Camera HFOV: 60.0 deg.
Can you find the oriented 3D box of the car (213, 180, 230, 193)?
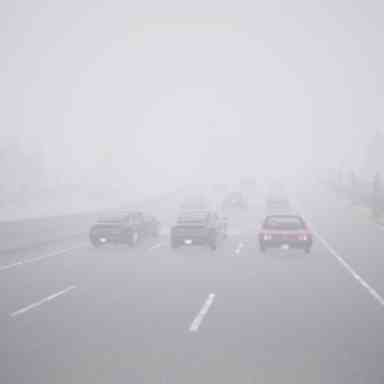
[{"bbox_3d":[4.031,-0.829,44.531,1.837,1.490,4.892,-1,7,14],"label":"car"}]

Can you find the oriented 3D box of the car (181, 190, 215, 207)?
[{"bbox_3d":[0.500,0.905,30.001,1.895,1.301,4.718,-1,5,14],"label":"car"}]

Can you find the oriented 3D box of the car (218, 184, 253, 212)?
[{"bbox_3d":[3.884,0.607,29.121,2.097,1.767,4.553,-1,4,14],"label":"car"}]

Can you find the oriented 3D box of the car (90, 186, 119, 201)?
[{"bbox_3d":[-11.013,0.076,41.953,1.882,1.535,5.008,-1,6,14],"label":"car"}]

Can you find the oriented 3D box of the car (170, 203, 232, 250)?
[{"bbox_3d":[0.427,1.542,14.835,1.837,1.490,4.892,-1,1,14],"label":"car"}]

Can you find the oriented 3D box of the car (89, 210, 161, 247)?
[{"bbox_3d":[-2.976,1.592,15.656,1.837,1.490,4.892,-1,2,14],"label":"car"}]

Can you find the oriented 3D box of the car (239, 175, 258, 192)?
[{"bbox_3d":[7.427,-1.173,43.702,2.150,2.045,5.566,-1,7,14],"label":"car"}]

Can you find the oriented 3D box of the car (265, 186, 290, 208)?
[{"bbox_3d":[7.376,0.654,28.648,1.882,1.535,5.008,-1,5,14],"label":"car"}]

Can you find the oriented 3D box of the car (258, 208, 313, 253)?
[{"bbox_3d":[3.787,1.590,13.845,1.895,1.301,4.718,-1,1,14],"label":"car"}]

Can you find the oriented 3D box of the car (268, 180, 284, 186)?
[{"bbox_3d":[10.831,-0.890,42.868,2.033,1.411,5.357,-1,7,14],"label":"car"}]
